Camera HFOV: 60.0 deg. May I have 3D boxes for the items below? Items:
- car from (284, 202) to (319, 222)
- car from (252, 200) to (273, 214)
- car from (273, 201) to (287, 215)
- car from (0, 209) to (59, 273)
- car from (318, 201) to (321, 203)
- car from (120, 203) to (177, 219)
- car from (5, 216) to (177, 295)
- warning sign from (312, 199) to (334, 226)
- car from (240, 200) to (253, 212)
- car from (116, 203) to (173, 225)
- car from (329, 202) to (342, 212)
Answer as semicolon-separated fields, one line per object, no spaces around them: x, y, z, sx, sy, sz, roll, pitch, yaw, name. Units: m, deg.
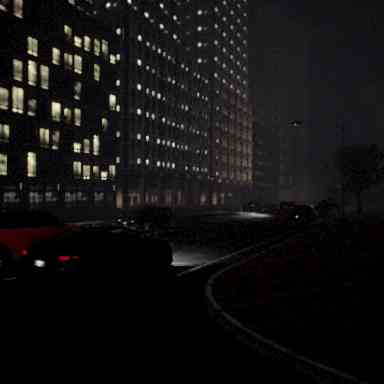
10.563;1.971;31.767;1.837;1.490;4.892;0;0;29;car
10.270;2.110;44.842;2.128;1.511;4.902;0;-1;30;car
11.889;1.945;40.786;2.097;1.767;4.553;0;-1;29;car
-5.146;1.306;10.348;2.097;1.767;4.553;0;-1;29;car
24.576;2.557;63.461;1.837;1.490;4.892;0;-2;29;car
-2.768;1.650;21.661;1.837;1.490;4.892;0;-1;29;car
-2.260;1.546;8.832;1.994;1.385;4.181;1;-1;29;car
9.622;1.477;24.415;1.300;1.860;1.060;2;1;29;warning sign
8.754;1.994;48.736;2.097;1.767;4.553;0;-1;30;car
-3.662;1.671;26.718;1.882;1.535;5.008;0;-1;29;car
23.801;2.450;55.421;1.837;1.490;4.892;0;-1;29;car
